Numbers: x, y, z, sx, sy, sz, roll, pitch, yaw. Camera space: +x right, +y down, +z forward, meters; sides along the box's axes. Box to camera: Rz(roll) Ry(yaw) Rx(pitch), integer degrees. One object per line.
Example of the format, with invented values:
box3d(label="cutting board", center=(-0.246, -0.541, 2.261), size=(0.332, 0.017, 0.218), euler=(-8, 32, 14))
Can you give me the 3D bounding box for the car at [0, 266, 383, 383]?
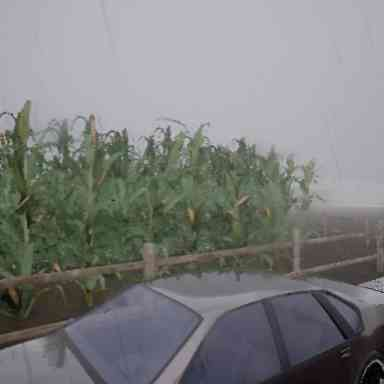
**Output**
box3d(label="car", center=(0.169, 1.553, 3.194), size=(5.357, 1.411, 2.033), euler=(0, 0, -36))
